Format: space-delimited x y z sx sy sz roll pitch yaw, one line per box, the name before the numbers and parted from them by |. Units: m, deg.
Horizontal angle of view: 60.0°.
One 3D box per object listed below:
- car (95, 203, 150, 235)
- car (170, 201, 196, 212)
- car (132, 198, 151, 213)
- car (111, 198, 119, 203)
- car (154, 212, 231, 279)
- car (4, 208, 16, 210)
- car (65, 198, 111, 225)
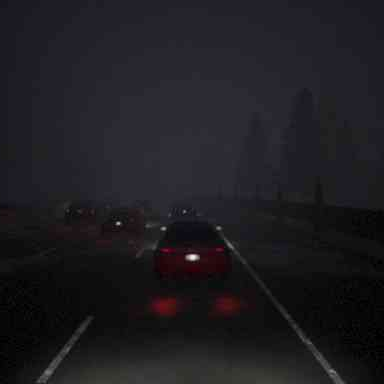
car | -3.678 1.508 18.383 1.994 1.385 4.181 0 0 -2
car | -0.748 1.460 27.686 1.994 1.385 4.181 0 0 -5
car | -5.393 1.362 35.787 1.882 1.535 5.008 0 1 -9
car | -9.224 1.420 37.275 1.812 1.442 4.674 0 0 -11
car | -0.014 1.525 9.955 1.994 1.385 4.181 0 0 -1
car | -14.620 1.461 24.159 2.128 1.511 4.902 0 0 -3
car | -7.472 1.290 23.885 2.097 1.767 4.553 0 0 -4
